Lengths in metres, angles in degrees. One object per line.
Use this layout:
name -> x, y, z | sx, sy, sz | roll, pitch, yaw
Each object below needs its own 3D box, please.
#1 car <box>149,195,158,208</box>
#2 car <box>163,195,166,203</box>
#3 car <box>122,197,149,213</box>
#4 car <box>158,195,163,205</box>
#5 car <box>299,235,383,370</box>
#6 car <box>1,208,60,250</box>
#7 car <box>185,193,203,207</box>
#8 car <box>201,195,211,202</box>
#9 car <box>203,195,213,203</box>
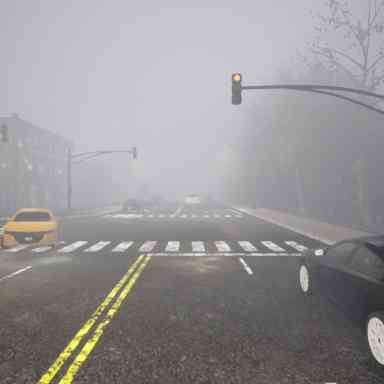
car -> -6.577, 1.477, 47.071 | 2.128, 1.511, 4.902 | 0, 0, 0
car -> -6.509, 1.328, 66.725 | 2.097, 1.767, 4.553 | 0, 0, 0
car -> -6.581, 1.481, 37.613 | 2.128, 1.511, 4.902 | 0, 0, 0
car -> -6.569, 1.458, 56.646 | 1.882, 1.535, 5.008 | 0, 0, 0
car -> 3.344, 1.477, 5.663 | 1.882, 1.535, 5.008 | 0, 0, 1
car -> -6.964, 1.476, 14.756 | 1.882, 1.535, 5.008 | 1, 0, -21
car -> 0.115, 1.202, 51.951 | 2.150, 2.045, 5.566 | 0, 0, 0
car -> 3.270, 1.494, 79.178 | 2.128, 1.511, 4.902 | 0, 0, 0
car -> 3.370, 1.480, 68.989 | 1.837, 1.490, 4.892 | 0, 0, 0
